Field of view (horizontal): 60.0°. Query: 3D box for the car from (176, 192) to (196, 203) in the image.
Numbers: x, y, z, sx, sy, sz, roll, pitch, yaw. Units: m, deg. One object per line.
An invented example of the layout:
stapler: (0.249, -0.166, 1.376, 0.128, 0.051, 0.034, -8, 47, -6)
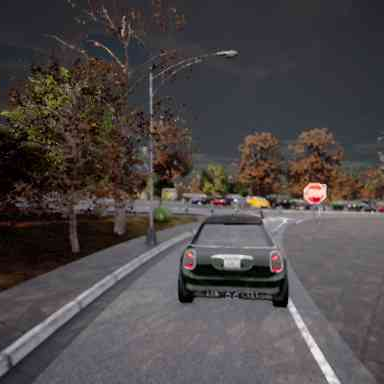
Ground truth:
car: (-1.060, 0.868, 54.299, 2.002, 1.452, 4.674, 4, 0, -17)

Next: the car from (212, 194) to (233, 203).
car: (2.876, 1.040, 41.854, 2.163, 1.488, 4.792, 4, 0, -17)

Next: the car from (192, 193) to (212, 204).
car: (1.601, 1.046, 55.100, 2.002, 1.452, 4.674, 4, 0, -17)

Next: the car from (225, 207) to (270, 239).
car: (3.162, 1.569, 18.081, 1.895, 1.301, 4.718, 0, 0, 16)

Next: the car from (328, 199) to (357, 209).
car: (28.337, 2.278, 62.943, 1.946, 1.575, 5.366, 2, 0, -17)

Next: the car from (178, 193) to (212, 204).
car: (0.233, 0.862, 40.997, 2.163, 1.488, 4.792, 4, 0, -17)

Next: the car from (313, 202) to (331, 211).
car: (16.208, 1.842, 45.804, 2.163, 1.488, 4.792, 3, 0, -17)

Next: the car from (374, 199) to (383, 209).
car: (38.963, 2.412, 66.359, 2.185, 1.767, 4.553, 1, 0, -17)

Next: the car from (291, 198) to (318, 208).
car: (20.403, 2.001, 60.746, 2.231, 1.521, 4.892, 2, 0, -17)

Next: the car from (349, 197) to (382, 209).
car: (33.623, 2.173, 64.750, 2.435, 2.045, 5.566, 1, 0, -17)

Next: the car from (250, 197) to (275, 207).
car: (12.277, 1.663, 58.279, 2.163, 1.488, 4.792, 3, 0, -17)

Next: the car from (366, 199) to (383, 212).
car: (26.868, 2.304, 49.069, 2.163, 1.488, 4.792, 2, 0, -17)

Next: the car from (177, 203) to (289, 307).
car: (1.005, 1.306, 8.111, 2.097, 1.767, 4.553, 0, 0, 8)

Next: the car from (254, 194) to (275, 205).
car: (8.207, 1.358, 43.421, 2.097, 1.535, 5.008, 3, 0, -17)

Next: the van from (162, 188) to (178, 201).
van: (-3.561, 0.435, 53.408, 1.878, 1.987, 4.442, 4, 0, -17)

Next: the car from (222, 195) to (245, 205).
car: (7.004, 1.340, 56.916, 1.946, 1.575, 5.366, 3, 0, -17)

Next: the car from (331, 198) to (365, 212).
car: (21.556, 1.936, 47.407, 2.185, 1.767, 4.553, 2, 0, -17)

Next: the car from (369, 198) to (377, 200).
car: (29.541, 2.243, 49.872, 2.185, 1.767, 4.553, 2, 0, -17)

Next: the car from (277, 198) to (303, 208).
car: (17.611, 1.883, 59.907, 2.097, 1.535, 5.008, 2, 0, -17)

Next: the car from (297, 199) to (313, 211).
car: (13.545, 1.672, 45.026, 2.231, 1.521, 4.892, 3, 0, -17)

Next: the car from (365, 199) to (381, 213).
car: (24.217, 2.202, 48.211, 2.163, 1.488, 4.792, 2, 0, -17)

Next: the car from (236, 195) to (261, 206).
car: (9.677, 1.492, 57.720, 1.946, 1.575, 5.366, 3, 0, -17)

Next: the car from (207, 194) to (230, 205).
car: (4.378, 1.213, 55.963, 2.163, 1.488, 4.792, 4, 0, -17)

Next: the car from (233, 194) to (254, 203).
car: (5.548, 1.062, 42.658, 2.185, 1.767, 4.553, 4, 0, -17)

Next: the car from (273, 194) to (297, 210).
car: (10.883, 1.268, 44.258, 2.435, 2.045, 5.566, 3, 0, -17)
